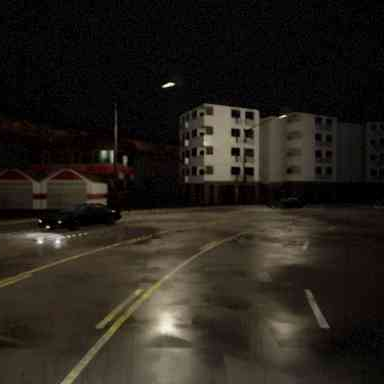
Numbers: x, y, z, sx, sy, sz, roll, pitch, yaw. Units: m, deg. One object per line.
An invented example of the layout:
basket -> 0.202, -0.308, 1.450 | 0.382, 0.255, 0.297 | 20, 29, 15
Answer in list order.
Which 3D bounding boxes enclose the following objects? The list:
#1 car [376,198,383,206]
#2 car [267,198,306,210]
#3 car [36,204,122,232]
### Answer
car -> 27.545, 1.060, 45.296 | 4.553, 1.767, 2.097 | 0, 0, -13
car -> 10.844, 1.333, 38.217 | 4.718, 1.301, 1.895 | 0, 0, -32
car -> -6.281, 1.391, 19.406 | 2.033, 1.411, 5.357 | 0, 0, 24
